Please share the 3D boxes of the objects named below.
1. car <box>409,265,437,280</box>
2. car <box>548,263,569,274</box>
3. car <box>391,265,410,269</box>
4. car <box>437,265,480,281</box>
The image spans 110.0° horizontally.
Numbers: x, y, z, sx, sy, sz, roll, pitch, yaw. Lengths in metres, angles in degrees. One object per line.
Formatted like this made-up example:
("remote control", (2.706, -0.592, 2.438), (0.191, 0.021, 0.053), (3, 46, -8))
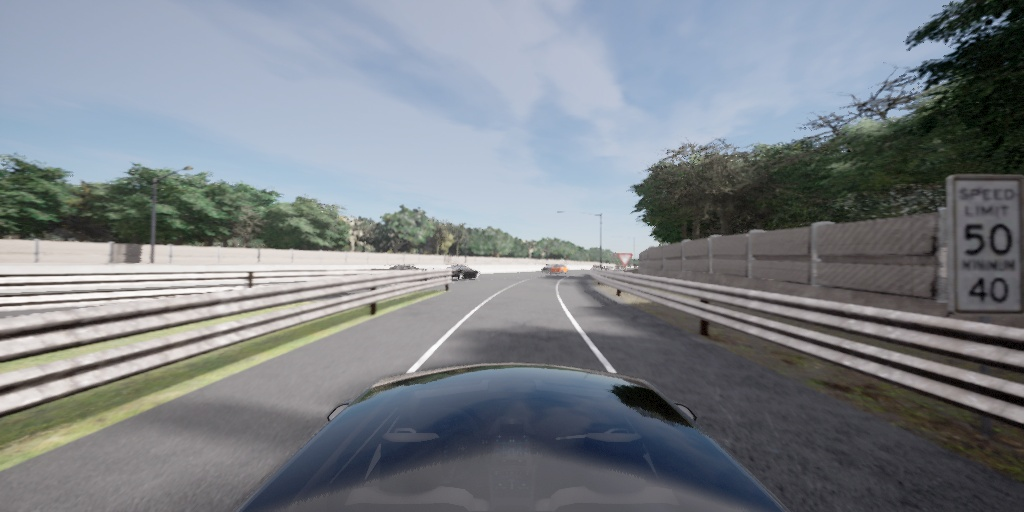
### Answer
("car", (-8.214, 1.812, 37.897), (1.895, 1.301, 4.718), (0, -1, 26))
("car", (8.672, 2.252, 64.737), (2.097, 1.767, 4.553), (0, -1, 26))
("car", (-11.377, 1.715, 39.395), (1.837, 1.490, 4.892), (0, -1, 26))
("car", (-5.072, 1.687, 36.354), (1.882, 1.535, 5.008), (0, -1, 26))
